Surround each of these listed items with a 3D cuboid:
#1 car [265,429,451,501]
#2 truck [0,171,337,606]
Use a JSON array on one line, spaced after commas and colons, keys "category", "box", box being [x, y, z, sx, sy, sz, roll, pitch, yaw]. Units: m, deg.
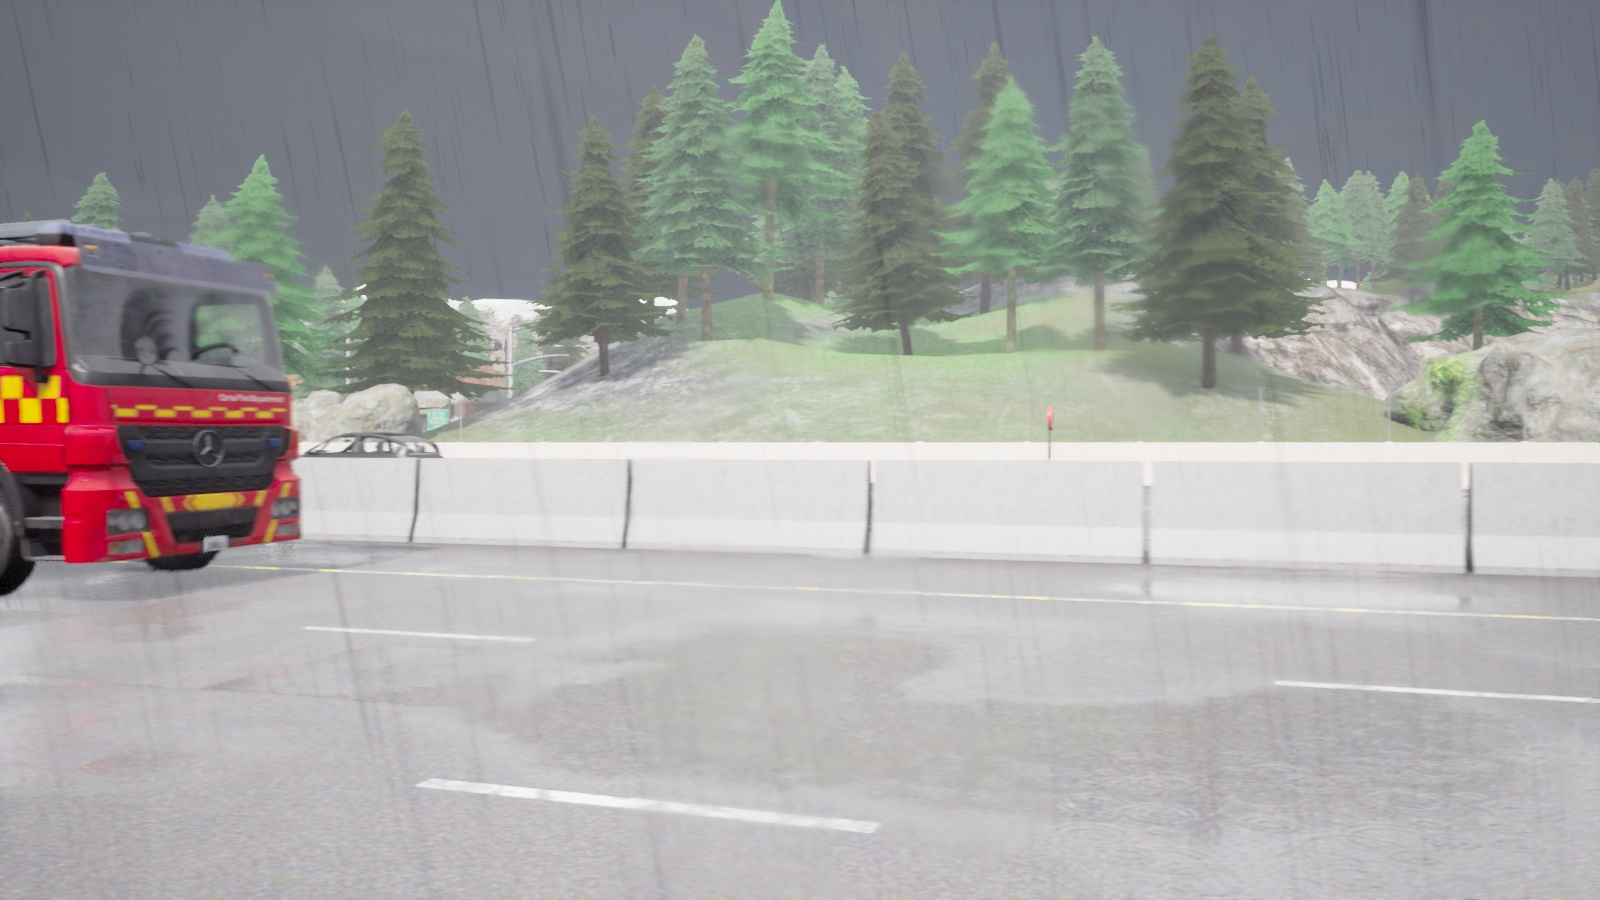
[{"category": "car", "box": [-10.102, 0.307, 28.746, 3.705, 1.549, 1.789, 1, 1, 19]}, {"category": "truck", "box": [-9.560, -0.595, 13.777, 8.468, 3.827, 2.891, 1, 1, 19]}]
